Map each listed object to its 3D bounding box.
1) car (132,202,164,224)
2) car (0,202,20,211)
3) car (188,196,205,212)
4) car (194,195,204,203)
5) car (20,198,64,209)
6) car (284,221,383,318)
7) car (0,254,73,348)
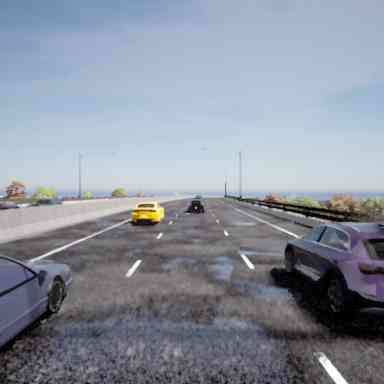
[{"bbox_3d":[-3.195,1.481,24.750,1.882,1.535,5.008,0,0,1],"label":"car"},{"bbox_3d":[-17.241,1.603,30.103,1.895,1.301,4.718,0,0,2],"label":"car"},{"bbox_3d":[0.474,1.538,38.137,1.812,1.442,4.674,0,0,1],"label":"car"},{"bbox_3d":[1.625,1.468,73.495,2.097,1.767,4.553,0,0,3],"label":"car"},{"bbox_3d":[-13.709,1.354,31.282,2.097,1.767,4.553,0,0,1],"label":"car"},{"bbox_3d":[3.520,1.432,7.403,2.033,1.649,4.856,0,0,0],"label":"car"},{"bbox_3d":[-3.387,1.546,4.450,2.033,1.411,5.357,0,0,0],"label":"car"}]
